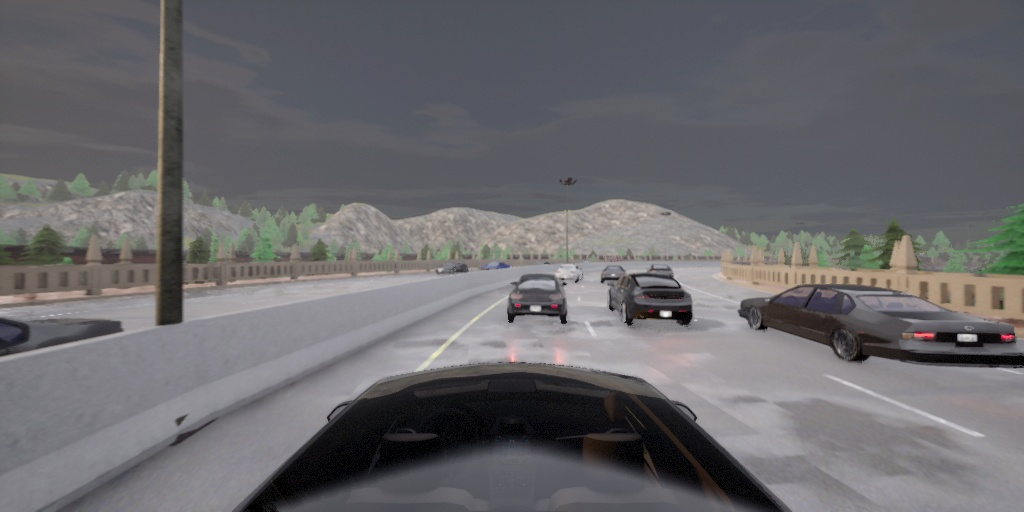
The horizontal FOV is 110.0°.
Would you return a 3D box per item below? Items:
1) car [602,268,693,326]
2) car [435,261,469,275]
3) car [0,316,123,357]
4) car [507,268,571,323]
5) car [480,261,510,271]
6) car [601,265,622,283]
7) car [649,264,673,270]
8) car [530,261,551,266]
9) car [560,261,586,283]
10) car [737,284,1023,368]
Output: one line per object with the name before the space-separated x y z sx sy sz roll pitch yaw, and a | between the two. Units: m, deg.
car | 4.409 1.312 12.031 1.837 1.490 4.892 0 0 7
car | -6.618 1.344 39.819 2.128 1.511 4.902 0 0 22
car | -7.000 1.270 3.275 2.033 1.411 5.357 0 0 1
car | 0.920 1.317 12.344 1.812 1.442 4.674 0 0 6
car | -1.951 1.358 42.042 1.882 1.535 5.008 0 0 24
car | 8.411 1.450 29.502 1.994 1.385 4.181 0 0 18
car | 11.953 1.393 29.070 2.128 1.511 4.902 0 0 19
car | 3.611 1.426 45.722 1.837 1.490 4.892 0 -1 27
car | 4.755 1.395 29.623 1.812 1.442 4.674 0 0 17
car | 7.451 1.355 8.197 2.033 1.411 5.357 0 0 5
